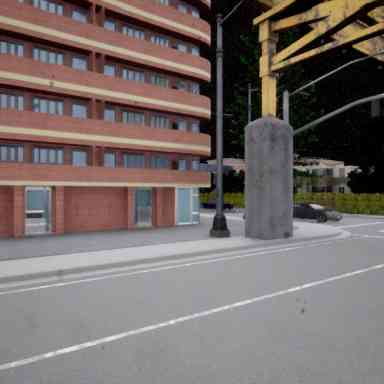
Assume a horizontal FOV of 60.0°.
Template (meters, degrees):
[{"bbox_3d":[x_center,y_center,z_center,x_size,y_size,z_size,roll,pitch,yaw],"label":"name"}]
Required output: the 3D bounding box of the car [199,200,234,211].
[{"bbox_3d":[2.837,1.601,40.462,1.895,1.301,4.718,0,0,-35],"label":"car"}]

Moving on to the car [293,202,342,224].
[{"bbox_3d":[9.027,1.526,25.364,1.812,1.442,4.674,0,0,-35],"label":"car"}]
